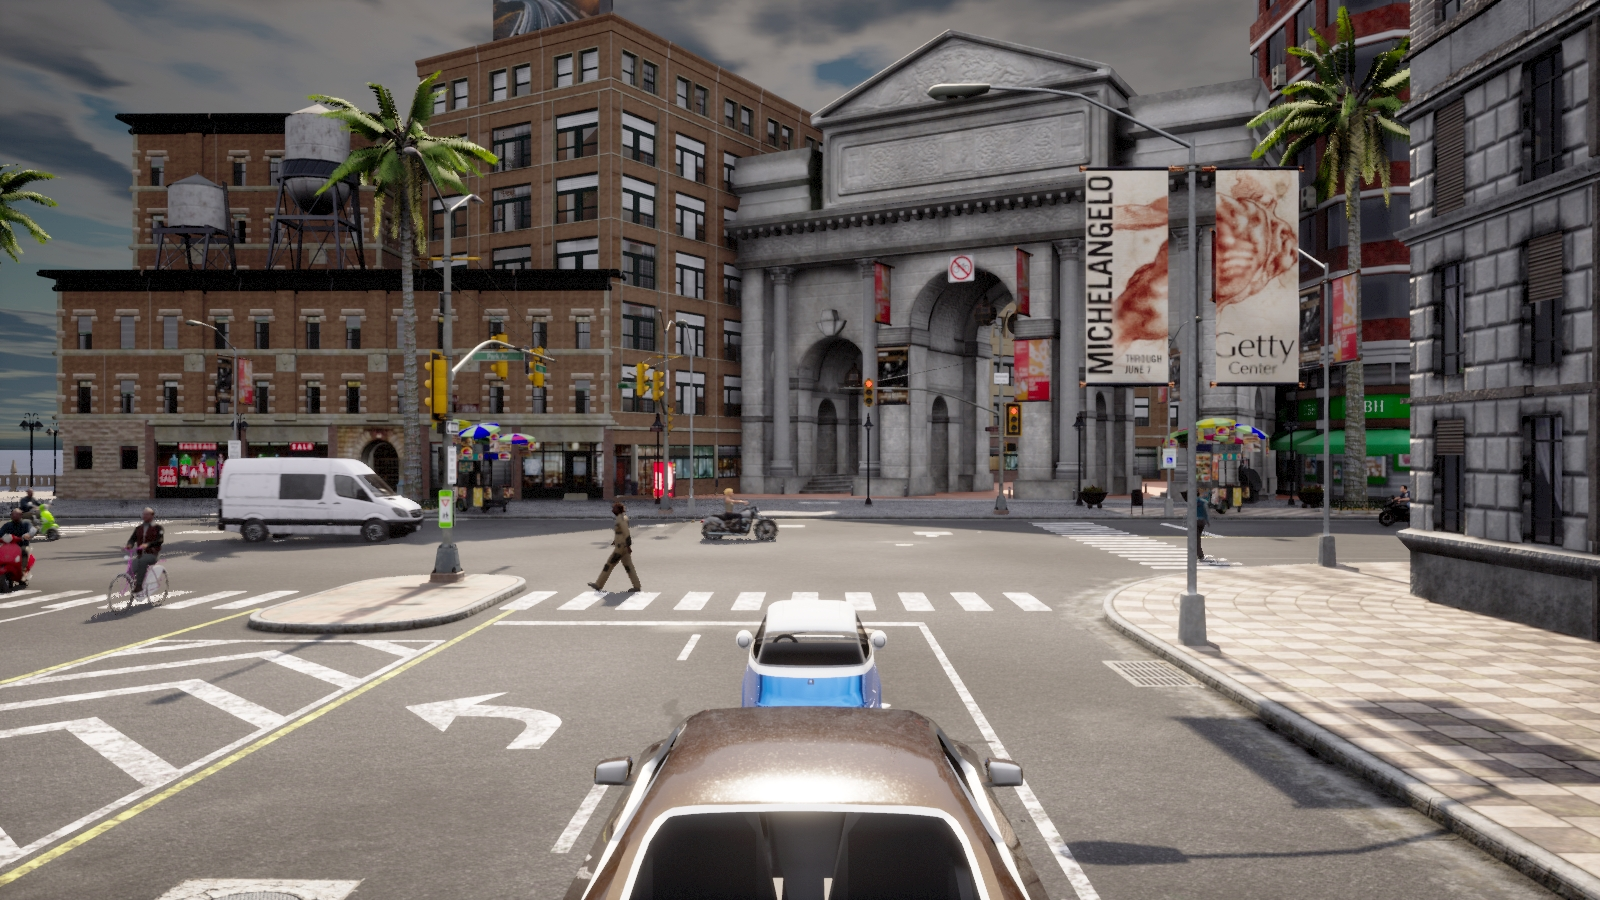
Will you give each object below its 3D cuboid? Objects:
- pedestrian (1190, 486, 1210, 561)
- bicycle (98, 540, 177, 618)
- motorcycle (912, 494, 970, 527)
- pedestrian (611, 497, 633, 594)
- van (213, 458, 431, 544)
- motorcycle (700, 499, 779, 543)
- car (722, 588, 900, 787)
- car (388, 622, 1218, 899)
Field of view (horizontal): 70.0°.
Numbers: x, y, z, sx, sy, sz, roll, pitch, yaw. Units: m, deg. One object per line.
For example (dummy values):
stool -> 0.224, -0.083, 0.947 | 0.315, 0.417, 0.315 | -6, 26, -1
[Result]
pedestrian -> 10.039, 1.849, 28.687 | 0.375, 1.860, 0.375 | 0, 0, -4
bicycle -> -11.483, 2.210, 19.862 | 0.329, 1.171, 1.835 | 0, 0, -1
motorcycle -> 5.152, 2.213, 41.779 | 2.033, 1.145, 0.803 | 0, 0, 1
pedestrian -> -3.461, 1.849, 22.233 | 0.375, 1.860, 0.375 | 0, 0, 1
van -> -14.718, 1.534, 35.390 | 5.915, 2.561, 1.988 | 0, 0, 1
motorcycle -> -1.841, 2.170, 35.118 | 2.356, 1.277, 0.764 | 0, 0, 1
car -> 0.106, 2.120, 10.657 | 1.481, 1.376, 2.207 | 0, 0, 1
car -> 0.037, 1.992, 5.222 | 2.152, 1.651, 5.027 | 0, 0, 1
